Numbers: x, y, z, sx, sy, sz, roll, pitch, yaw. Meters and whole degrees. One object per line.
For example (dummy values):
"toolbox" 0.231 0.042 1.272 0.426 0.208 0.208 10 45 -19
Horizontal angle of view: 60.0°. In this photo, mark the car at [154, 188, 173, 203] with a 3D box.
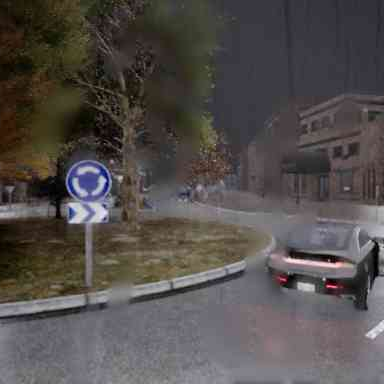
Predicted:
"car" -4.401 0.731 52.615 2.097 1.767 4.553 0 1 -4

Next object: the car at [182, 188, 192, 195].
"car" -1.223 -0.130 83.143 1.837 1.490 4.892 0 2 4

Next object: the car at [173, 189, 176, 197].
"car" -4.751 0.671 63.081 1.994 1.385 4.181 0 2 1

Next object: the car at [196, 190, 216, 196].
"car" 3.259 0.245 76.906 4.674 1.452 2.002 0 2 3

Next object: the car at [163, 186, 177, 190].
"car" -4.654 0.182 73.017 2.097 1.767 4.553 0 2 2

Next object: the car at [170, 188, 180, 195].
"car" -4.246 -0.143 82.898 1.837 1.490 4.892 0 2 4

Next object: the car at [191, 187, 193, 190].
"car" 3.136 0.115 71.559 5.566 2.045 2.435 0 2 1

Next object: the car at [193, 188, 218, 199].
"car" 2.948 0.600 63.314 4.892 1.521 2.231 0 2 1

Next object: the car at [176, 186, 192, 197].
"car" -1.656 0.056 72.818 2.150 2.045 5.566 0 2 2

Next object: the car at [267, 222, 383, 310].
"car" 3.328 1.467 7.941 2.128 1.511 4.902 0 0 33

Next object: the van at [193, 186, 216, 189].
"van" 2.944 0.218 68.818 4.442 1.987 1.878 0 2 1

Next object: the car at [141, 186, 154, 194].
"car" -12.534 -0.243 90.333 2.097 1.535 5.008 0 2 6

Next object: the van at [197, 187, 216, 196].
"van" 3.500 -0.106 79.601 4.442 1.987 1.878 0 2 3
